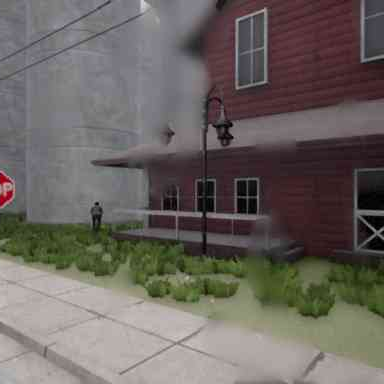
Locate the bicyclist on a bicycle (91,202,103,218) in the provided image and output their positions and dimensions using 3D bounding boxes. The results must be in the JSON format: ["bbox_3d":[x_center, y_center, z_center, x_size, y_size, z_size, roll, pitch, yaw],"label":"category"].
[{"bbox_3d":[-4.333,1.283,15.135,0.582,1.620,1.656,0,0,-10],"label":"bicyclist on a bicycle"}]
